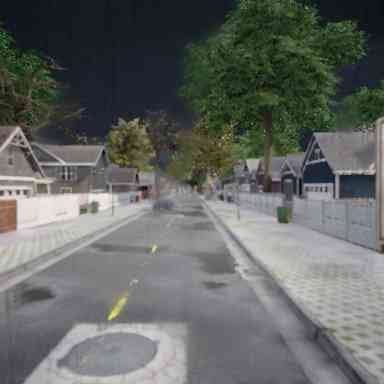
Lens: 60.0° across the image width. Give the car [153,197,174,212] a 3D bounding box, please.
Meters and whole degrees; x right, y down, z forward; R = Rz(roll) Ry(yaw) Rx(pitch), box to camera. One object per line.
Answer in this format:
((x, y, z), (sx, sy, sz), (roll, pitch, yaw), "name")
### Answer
((-2.810, 1.215, 33.344), (1.895, 1.301, 4.718), (0, 1, 0), "car")
